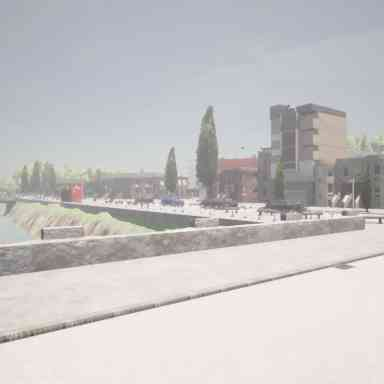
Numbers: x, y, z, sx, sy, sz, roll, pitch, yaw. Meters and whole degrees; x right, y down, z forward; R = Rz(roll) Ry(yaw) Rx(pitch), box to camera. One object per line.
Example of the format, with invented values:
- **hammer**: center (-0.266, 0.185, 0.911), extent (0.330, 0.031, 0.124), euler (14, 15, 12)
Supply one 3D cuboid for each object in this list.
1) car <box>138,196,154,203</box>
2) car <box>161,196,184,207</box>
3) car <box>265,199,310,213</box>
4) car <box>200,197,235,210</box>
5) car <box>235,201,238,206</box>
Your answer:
- **car**: center (-9.805, 1.546, 68.972), extent (2.033, 1.411, 5.357), euler (0, 0, -36)
- **car**: center (-3.112, 1.478, 52.475), extent (1.882, 1.535, 5.008), euler (0, 0, -35)
- **car**: center (9.792, 1.507, 34.425), extent (1.837, 1.490, 4.892), euler (0, -1, -36)
- **car**: center (3.030, 1.506, 43.863), extent (1.837, 1.490, 4.892), euler (0, 0, -36)
- **car**: center (4.488, 1.547, 49.028), extent (2.033, 1.411, 5.357), euler (0, 0, -36)
